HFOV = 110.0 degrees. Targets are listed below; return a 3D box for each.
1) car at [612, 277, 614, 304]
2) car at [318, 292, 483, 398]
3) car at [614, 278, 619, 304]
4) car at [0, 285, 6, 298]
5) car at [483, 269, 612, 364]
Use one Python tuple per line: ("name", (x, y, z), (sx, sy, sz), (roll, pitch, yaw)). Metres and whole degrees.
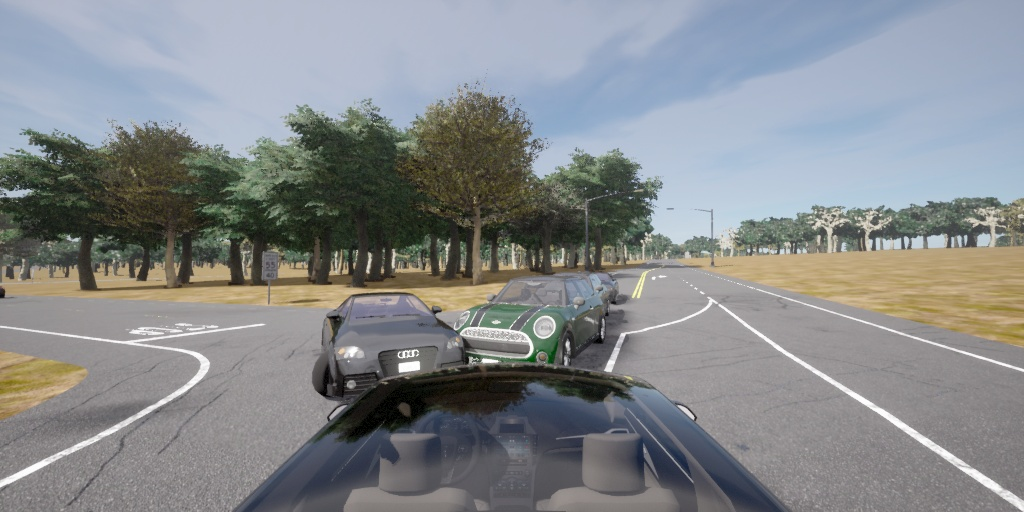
("car", (2.025, 1.344, 12.117), (2.097, 1.767, 4.553), (-1, -1, 21))
("car", (-2.353, 1.376, 6.599), (1.994, 1.385, 4.181), (1, -2, -29))
("car", (4.219, 1.509, 17.844), (1.994, 1.385, 4.181), (-1, 0, 19))
("car", (-40.859, 2.560, 27.362), (4.181, 1.385, 1.994), (-2, -3, 22))
("car", (0.619, 1.218, 7.804), (2.097, 1.767, 4.553), (-1, -2, 26))
